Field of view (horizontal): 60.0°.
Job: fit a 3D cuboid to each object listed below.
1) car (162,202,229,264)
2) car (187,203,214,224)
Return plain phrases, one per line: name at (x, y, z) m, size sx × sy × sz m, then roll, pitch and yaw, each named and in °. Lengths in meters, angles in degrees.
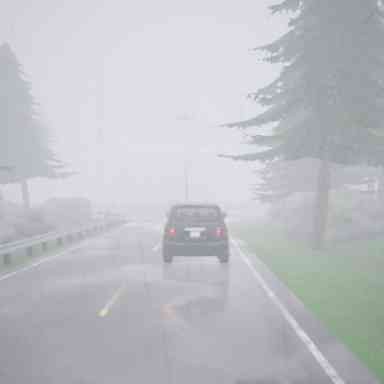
car at (0.169, 1.361, 12.524) m, size 2.150 × 2.045 × 5.566 m, roll 0°, pitch 0°, yaw 2°
car at (0.850, 1.793, 29.172) m, size 1.882 × 1.535 × 5.008 m, roll 0°, pitch 0°, yaw 7°
